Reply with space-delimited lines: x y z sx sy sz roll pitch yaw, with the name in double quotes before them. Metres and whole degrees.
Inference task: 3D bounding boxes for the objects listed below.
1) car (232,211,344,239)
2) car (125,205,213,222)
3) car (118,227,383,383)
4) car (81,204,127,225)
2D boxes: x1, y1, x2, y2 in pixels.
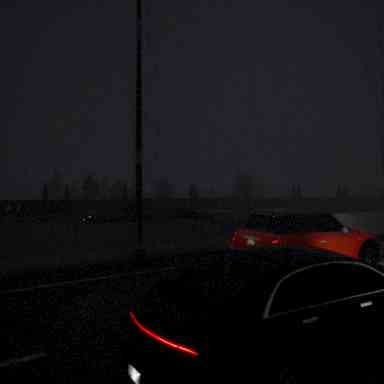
"car" 3.357 1.332 9.690 4.553 1.767 2.097 0 0 -30
"car" -1.210 1.546 19.438 4.718 1.301 1.895 0 0 -29
"car" 1.478 1.495 4.508 4.892 1.490 1.837 0 0 -33
"car" -4.867 1.497 21.301 4.181 1.385 1.994 0 0 -31
